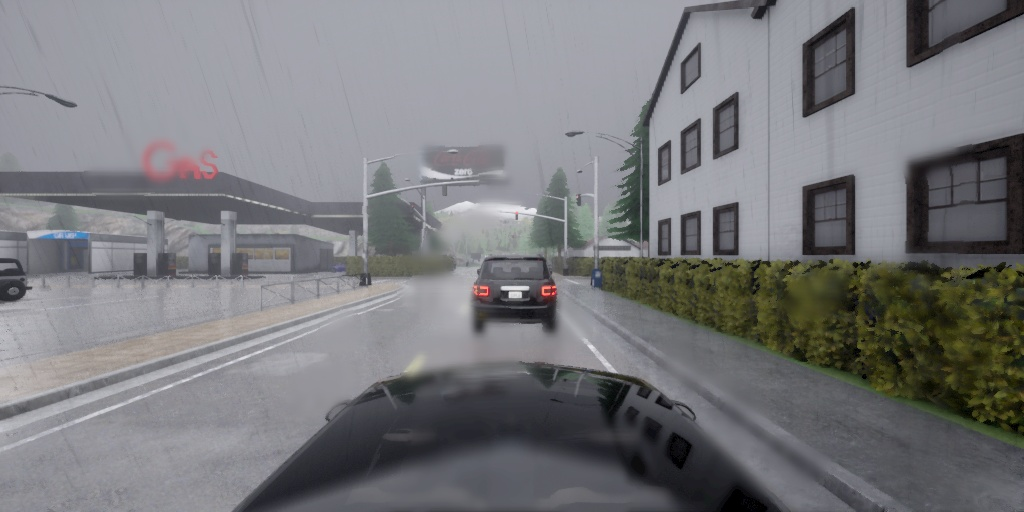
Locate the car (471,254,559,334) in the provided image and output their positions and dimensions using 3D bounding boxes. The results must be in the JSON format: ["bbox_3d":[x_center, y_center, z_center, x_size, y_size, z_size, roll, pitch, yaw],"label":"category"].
[{"bbox_3d":[0.084,0.971,10.789,2.150,2.045,5.566,0,0,0],"label":"car"}]
